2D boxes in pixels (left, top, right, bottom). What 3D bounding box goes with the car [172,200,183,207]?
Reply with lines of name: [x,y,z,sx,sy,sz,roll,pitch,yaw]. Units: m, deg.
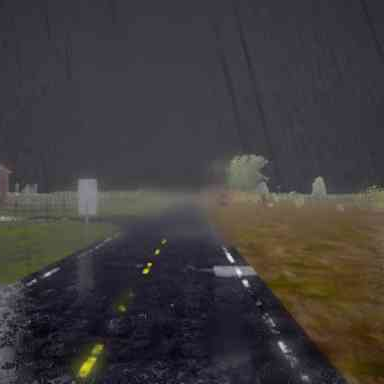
car: [-2.735,2.260,65.221,1.994,1.385,4.181,0,-1,0]
